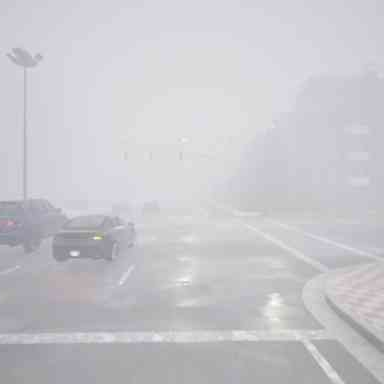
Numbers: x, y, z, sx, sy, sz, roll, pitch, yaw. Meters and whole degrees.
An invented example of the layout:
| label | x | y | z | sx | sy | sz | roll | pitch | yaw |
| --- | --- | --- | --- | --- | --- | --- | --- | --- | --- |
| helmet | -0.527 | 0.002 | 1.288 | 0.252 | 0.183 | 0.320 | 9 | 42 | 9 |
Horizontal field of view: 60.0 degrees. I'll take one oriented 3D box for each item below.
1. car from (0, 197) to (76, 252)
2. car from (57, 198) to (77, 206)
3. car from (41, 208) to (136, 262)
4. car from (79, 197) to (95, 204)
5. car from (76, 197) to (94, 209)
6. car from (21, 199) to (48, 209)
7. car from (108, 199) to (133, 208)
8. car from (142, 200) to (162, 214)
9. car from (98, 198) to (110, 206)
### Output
| label | x | y | z | sx | sy | sz | roll | pitch | yaw |
| --- | --- | --- | --- | --- | --- | --- | --- | --- | --- |
| car | -7.096 | 1.287 | 14.221 | 2.150 | 2.045 | 5.566 | 0 | 0 | -1 |
| car | -23.335 | 1.791 | 62.127 | 1.837 | 1.490 | 4.892 | 0 | -1 | 0 |
| car | -3.378 | 1.563 | 12.289 | 1.837 | 1.490 | 4.892 | -1 | 0 | 3 |
| car | -23.337 | 1.809 | 74.182 | 1.882 | 1.535 | 5.008 | 0 | 0 | 0 |
| car | -16.346 | 1.712 | 48.052 | 2.128 | 1.511 | 4.902 | 0 | 0 | 0 |
| car | -23.340 | 1.792 | 49.531 | 1.994 | 1.385 | 4.181 | 0 | 0 | 0 |
| car | -8.014 | 1.702 | 38.294 | 1.812 | 1.442 | 4.674 | 0 | 0 | -2 |
| car | -4.470 | 1.663 | 37.269 | 2.128 | 1.511 | 4.902 | 0 | 0 | -2 |
| car | -16.336 | 1.838 | 63.179 | 2.033 | 1.411 | 5.357 | 0 | 0 | 0 |
